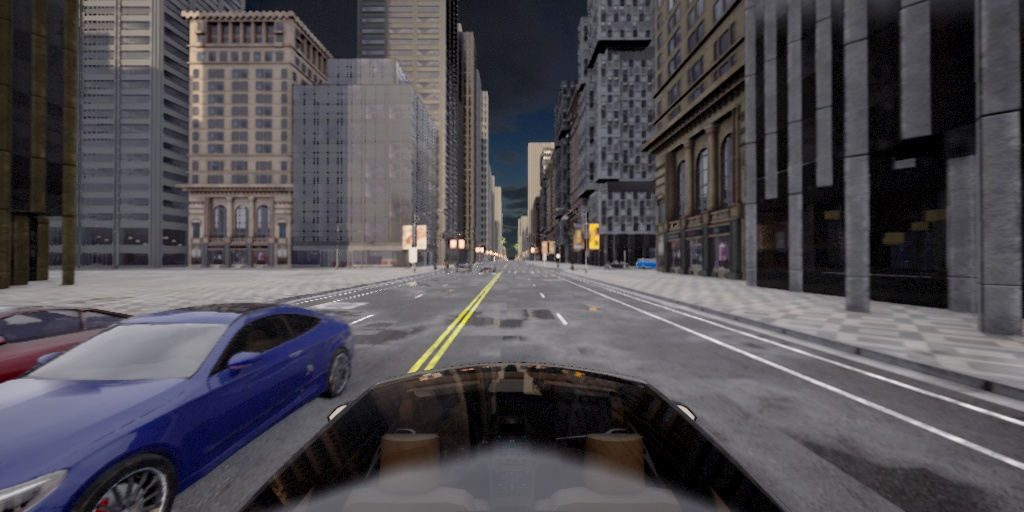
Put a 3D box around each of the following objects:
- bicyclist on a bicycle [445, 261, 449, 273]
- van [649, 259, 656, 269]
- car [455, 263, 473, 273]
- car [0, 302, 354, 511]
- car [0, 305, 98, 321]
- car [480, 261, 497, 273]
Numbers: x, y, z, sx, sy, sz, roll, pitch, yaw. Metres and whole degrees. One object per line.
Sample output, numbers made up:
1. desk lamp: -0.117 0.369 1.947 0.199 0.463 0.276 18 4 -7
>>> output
1. bicyclist on a bicycle: -8.607 1.472 47.262 0.582 1.620 1.656 0 0 0
2. van: 24.714 1.360 57.333 3.998 1.789 1.690 0 0 0
3. car: -6.498 1.631 49.327 2.033 1.411 5.357 0 0 0
4. car: -3.351 1.288 3.845 1.812 1.442 4.674 0 0 0
5. car: -6.600 1.330 4.354 1.994 1.385 4.181 0 0 0
6. car: -3.248 1.449 49.358 2.097 1.767 4.553 0 0 0
